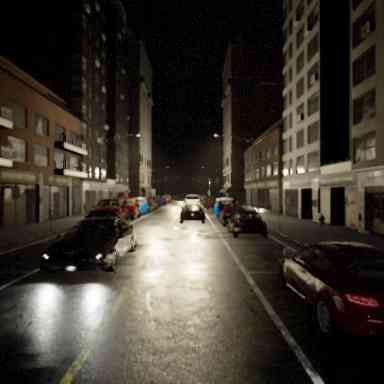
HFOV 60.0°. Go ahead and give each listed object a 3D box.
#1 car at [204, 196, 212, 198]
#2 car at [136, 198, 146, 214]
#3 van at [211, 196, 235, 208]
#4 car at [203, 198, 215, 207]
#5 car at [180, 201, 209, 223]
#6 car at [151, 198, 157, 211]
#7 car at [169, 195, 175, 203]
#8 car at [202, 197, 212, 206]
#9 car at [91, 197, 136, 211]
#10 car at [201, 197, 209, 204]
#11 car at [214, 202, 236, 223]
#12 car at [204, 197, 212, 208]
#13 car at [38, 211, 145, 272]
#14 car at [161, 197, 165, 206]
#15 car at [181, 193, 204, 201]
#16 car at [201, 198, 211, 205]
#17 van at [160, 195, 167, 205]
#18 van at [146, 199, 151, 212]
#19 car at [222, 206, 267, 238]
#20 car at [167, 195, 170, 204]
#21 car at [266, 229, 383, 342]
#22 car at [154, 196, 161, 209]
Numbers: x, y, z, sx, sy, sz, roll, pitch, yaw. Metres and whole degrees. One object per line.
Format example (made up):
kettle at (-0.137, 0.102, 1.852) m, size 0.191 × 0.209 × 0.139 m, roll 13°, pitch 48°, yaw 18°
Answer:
car at (2.852, 1.512, 51.594) m, size 2.192 × 1.841 × 5.009 m, roll 0°, pitch 0°, yaw 0°
car at (-5.672, 1.407, 28.989) m, size 2.192 × 1.841 × 5.009 m, roll 0°, pitch 0°, yaw 0°
van at (2.853, 1.434, 28.975) m, size 1.690 × 1.788 × 3.998 m, roll 0°, pitch 0°, yaw 0°
car at (2.852, 1.748, 57.419) m, size 1.752 × 1.417 × 4.829 m, roll 0°, pitch 0°, yaw 0°
car at (0.054, 1.644, 26.376) m, size 1.994 × 1.385 × 4.181 m, roll 0°, pitch 0°, yaw 0°
car at (-5.672, 1.727, 40.300) m, size 1.802 × 1.307 × 4.206 m, roll 0°, pitch 0°, yaw 0°
car at (-5.675, 1.610, 74.241) m, size 2.192 × 1.841 × 5.009 m, roll 0°, pitch 0°, yaw 0°
car at (2.852, 1.773, 63.074) m, size 1.752 × 1.417 × 4.829 m, roll 0°, pitch 0°, yaw 0°
car at (-5.671, 1.381, 23.332) m, size 2.192 × 1.841 × 5.009 m, roll 0°, pitch 0°, yaw 0°
car at (2.851, 1.821, 74.384) m, size 1.752 × 1.417 × 4.829 m, roll 0°, pitch 0°, yaw 0°
car at (2.854, 1.610, 23.319) m, size 1.887 × 1.381 × 4.507 m, roll 0°, pitch 0°, yaw 0°
car at (2.853, 1.753, 45.939) m, size 1.802 × 1.307 × 4.206 m, roll 0°, pitch 0°, yaw 0°
car at (-3.076, 1.571, 11.119) m, size 2.033 × 1.411 × 5.357 m, roll 0°, pitch 0°, yaw 0°
car at (-5.673, 1.779, 51.614) m, size 1.802 × 1.307 × 4.206 m, roll 0°, pitch 0°, yaw 0°
car at (0.084, 1.385, 43.728) m, size 2.150 × 2.045 × 5.566 m, roll 0°, pitch 0°, yaw 0°
car at (2.852, 1.837, 68.558) m, size 1.947 × 1.339 × 4.313 m, roll 0°, pitch 0°, yaw 0°
van at (-5.674, 1.563, 57.271) m, size 1.690 × 1.788 × 3.998 m, roll 0°, pitch 0°, yaw 0°
van at (-5.673, 1.460, 34.646) m, size 1.690 × 1.788 × 3.998 m, roll 0°, pitch 0°, yaw 0°
car at (2.855, 1.624, 17.664) m, size 1.802 × 1.307 × 4.206 m, roll 0°, pitch 0°, yaw 0°
car at (-5.674, 1.791, 62.927) m, size 1.887 × 1.381 × 4.507 m, roll 0°, pitch 0°, yaw 0°
car at (2.857, 1.595, 6.358) m, size 1.802 × 1.307 × 4.206 m, roll 0°, pitch 0°, yaw 0°
car at (-5.673, 1.696, 45.787) m, size 1.752 × 1.417 × 4.829 m, roll 0°, pitch 0°, yaw 0°
